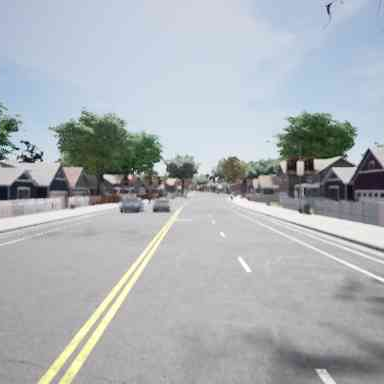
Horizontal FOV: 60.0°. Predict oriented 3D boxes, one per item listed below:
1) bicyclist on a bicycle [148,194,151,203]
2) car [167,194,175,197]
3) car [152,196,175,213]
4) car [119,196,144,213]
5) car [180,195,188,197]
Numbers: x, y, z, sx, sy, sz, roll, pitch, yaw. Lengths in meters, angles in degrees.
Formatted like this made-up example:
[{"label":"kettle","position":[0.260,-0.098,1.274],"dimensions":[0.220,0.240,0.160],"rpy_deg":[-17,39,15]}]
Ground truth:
[{"label":"bicyclist on a bicycle","position":[-8.145,1.310,63.312],"dimensions":[0.659,1.776,1.843],"rpy_deg":[0,0,3]},{"label":"car","position":[-5.075,1.206,78.034],"dimensions":[2.128,1.511,4.902],"rpy_deg":[0,0,4]},{"label":"car","position":[-3.328,1.509,37.452],"dimensions":[1.837,1.490,4.892],"rpy_deg":[0,0,0]},{"label":"car","position":[-6.578,1.355,36.612],"dimensions":[2.097,1.767,4.553],"rpy_deg":[0,0,0]},{"label":"car","position":[-1.805,1.035,78.218],"dimensions":[2.128,1.511,4.902],"rpy_deg":[0,0,4]}]
